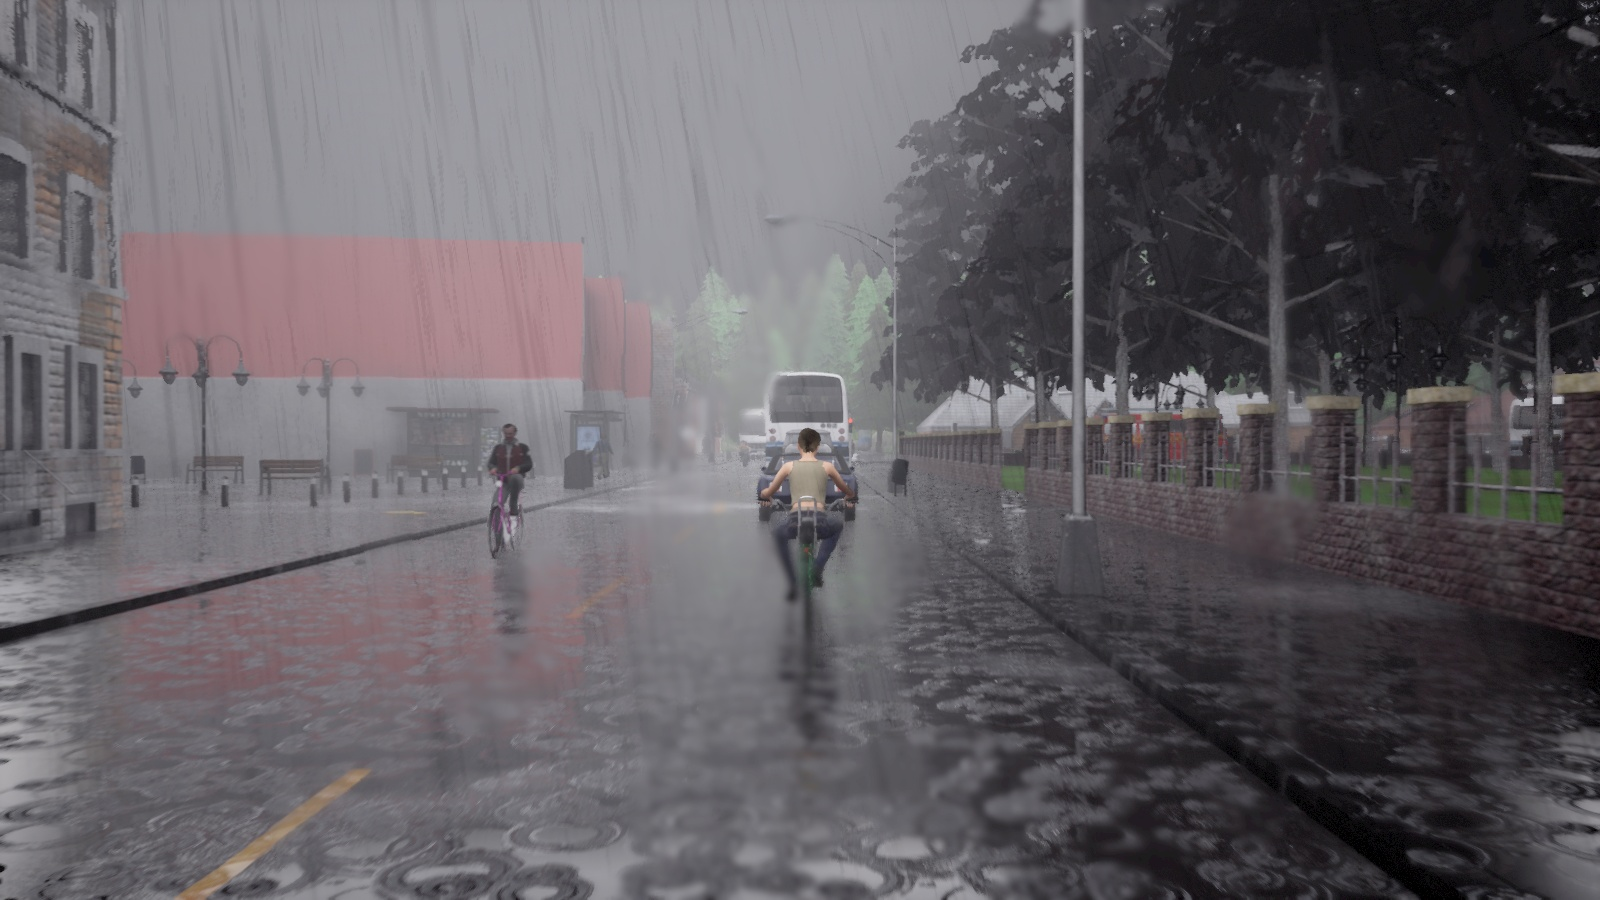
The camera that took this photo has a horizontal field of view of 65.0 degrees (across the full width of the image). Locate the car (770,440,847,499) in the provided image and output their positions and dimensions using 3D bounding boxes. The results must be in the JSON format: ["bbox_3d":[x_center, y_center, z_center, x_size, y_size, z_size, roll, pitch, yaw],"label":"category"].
[{"bbox_3d":[0.226,0.496,35.023,2.007,1.525,4.514,0,0,0],"label":"car"}]

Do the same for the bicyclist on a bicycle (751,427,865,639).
[{"bbox_3d":[0.069,0.625,10.303,0.866,1.612,1.509,0,0,1],"label":"bicyclist on a bicycle"}]

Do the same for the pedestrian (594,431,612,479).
[{"bbox_3d":[-7.530,0.179,48.061,0.370,1.835,0.726,0,0,19],"label":"pedestrian"}]

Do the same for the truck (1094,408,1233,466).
[{"bbox_3d":[24.233,-0.872,83.956,8.468,3.827,2.891,0,0,-1],"label":"truck"}]

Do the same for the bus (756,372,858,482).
[{"bbox_3d":[0.363,-0.933,53.748,3.944,4.253,10.273,0,0,1],"label":"bus"}]

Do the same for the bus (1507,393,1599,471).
[{"bbox_3d":[45.327,-0.999,71.953,3.944,4.253,10.273,0,0,0],"label":"bus"}]

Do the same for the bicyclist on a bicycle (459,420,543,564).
[{"bbox_3d":[-3.892,0.521,16.467,0.659,1.776,1.843,0,0,0],"label":"bicyclist on a bicycle"}]

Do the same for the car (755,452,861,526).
[{"bbox_3d":[0.158,0.706,24.941,1.895,1.301,4.718,0,0,0],"label":"car"}]

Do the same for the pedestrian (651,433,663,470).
[{"bbox_3d":[-7.582,0.075,66.551,0.402,1.930,0.666,0,0,15],"label":"pedestrian"}]

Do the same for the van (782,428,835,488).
[{"bbox_3d":[0.289,0.251,44.010,1.775,1.987,4.442,0,0,0],"label":"van"}]
